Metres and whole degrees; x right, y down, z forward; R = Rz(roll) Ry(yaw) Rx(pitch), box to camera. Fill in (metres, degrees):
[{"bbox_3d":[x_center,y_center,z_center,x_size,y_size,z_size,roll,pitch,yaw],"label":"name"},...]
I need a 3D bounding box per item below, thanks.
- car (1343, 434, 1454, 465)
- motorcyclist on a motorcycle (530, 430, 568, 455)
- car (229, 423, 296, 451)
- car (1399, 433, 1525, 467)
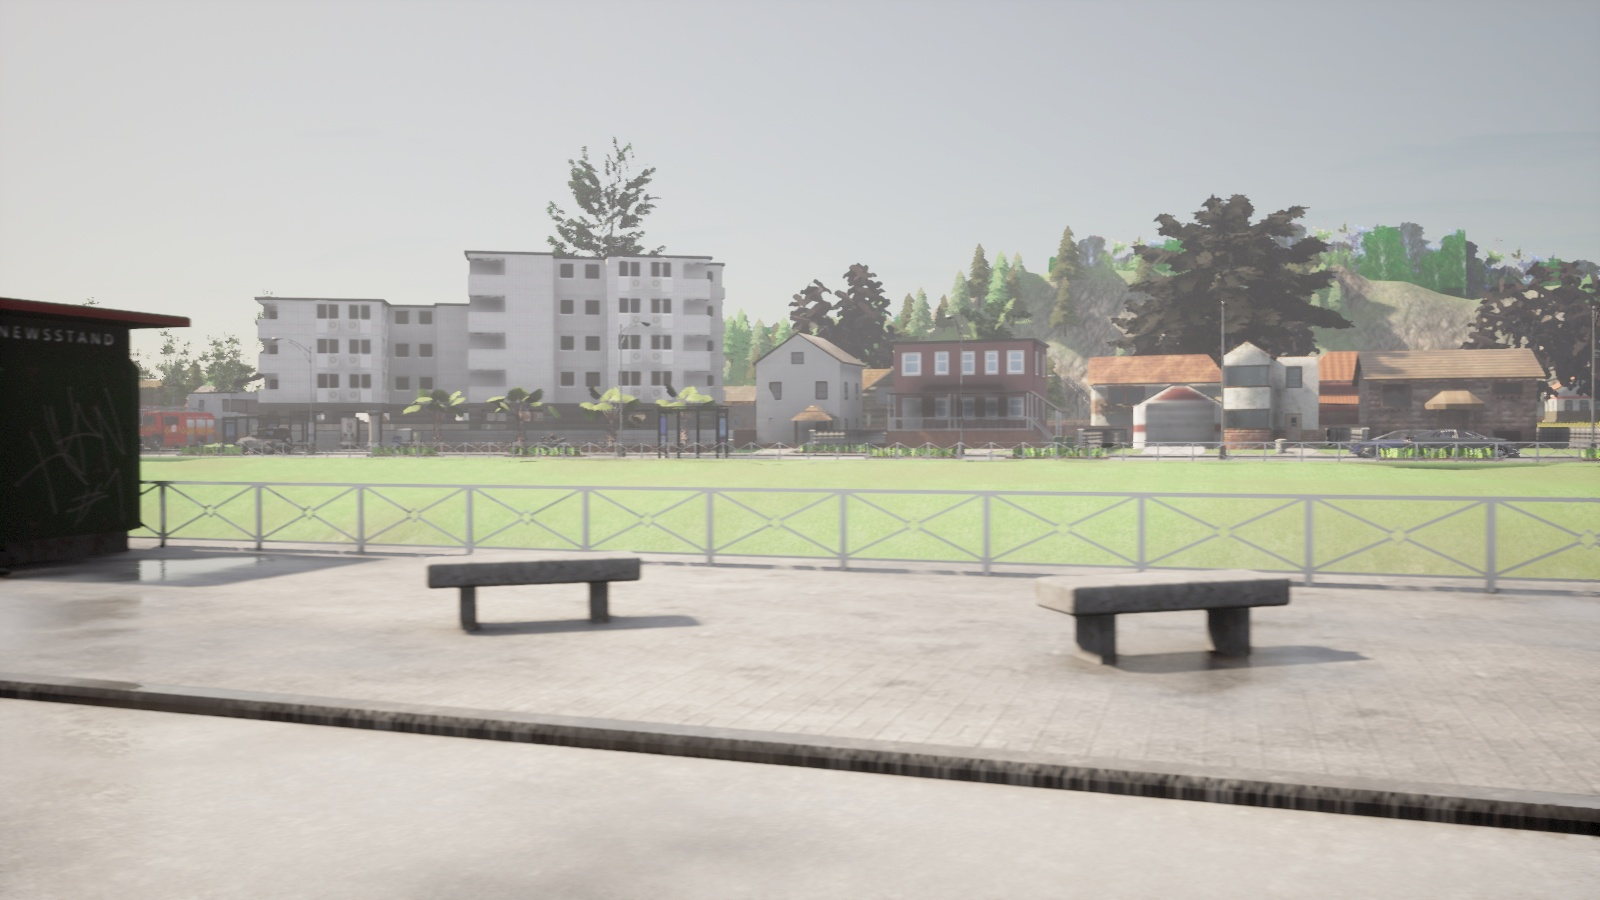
[{"bbox_3d":[29.942,-0.069,62.955,4.792,1.488,2.163,1,1,19],"label":"car"},{"bbox_3d":[-15.650,-0.451,78.305,2.191,1.530,0.866,1,1,19],"label":"motorcyclist on a motorcycle"},{"bbox_3d":[-36.495,-0.881,85.320,3.866,1.878,1.905,1,1,19],"label":"car"},{"bbox_3d":[30.743,-0.038,58.464,4.902,1.511,2.128,1,1,19],"label":"car"}]
